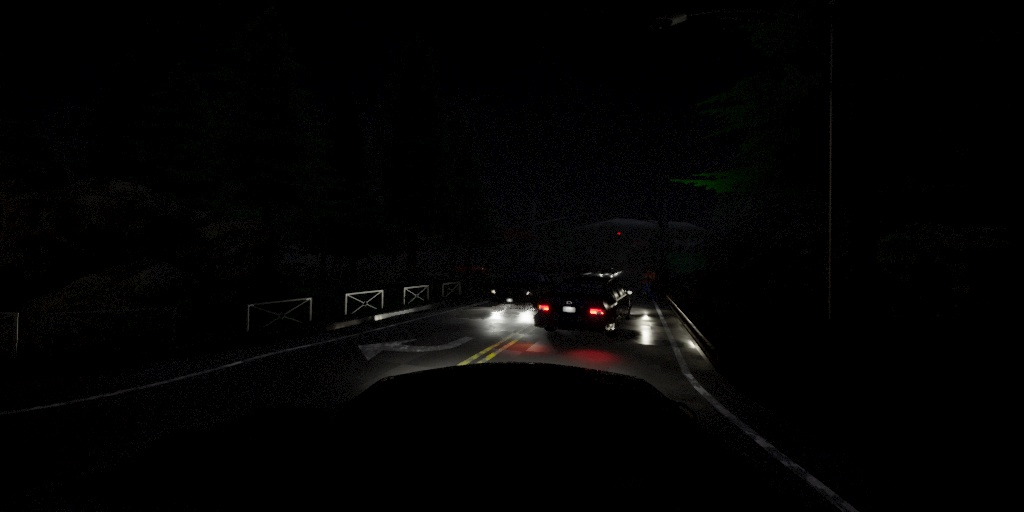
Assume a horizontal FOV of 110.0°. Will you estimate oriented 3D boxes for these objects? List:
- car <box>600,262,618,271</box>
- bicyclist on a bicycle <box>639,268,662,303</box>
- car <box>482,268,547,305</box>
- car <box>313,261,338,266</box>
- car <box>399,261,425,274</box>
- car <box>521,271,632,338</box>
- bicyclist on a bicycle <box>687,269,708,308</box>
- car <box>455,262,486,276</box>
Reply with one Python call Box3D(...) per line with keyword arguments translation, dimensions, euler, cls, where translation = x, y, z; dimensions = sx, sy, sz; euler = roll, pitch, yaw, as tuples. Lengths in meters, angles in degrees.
Box3D(translation=(15.462, 2.019, 57.932), dimensions=(2.097, 1.767, 4.553), euler=(1, -1, 20), cls="car")
Box3D(translation=(6.384, 1.359, 16.484), dimensions=(1.656, 1.620, 0.582), euler=(1, -1, -32), cls="bicyclist on a bicycle")
Box3D(translation=(0.753, 1.341, 16.115), dimensions=(2.033, 1.411, 5.357), euler=(1, -1, 19), cls="car")
Box3D(translation=(-26.331, 1.483, 52.612), dimensions=(4.674, 1.442, 1.812), euler=(1, -1, 25), cls="car")
Box3D(translation=(-13.884, 1.476, 47.702), dimensions=(4.553, 1.767, 2.097), euler=(1, -1, 20), cls="car")
Box3D(translation=(2.276, 1.288, 10.266), dimensions=(2.033, 1.411, 5.357), euler=(1, -1, 24), cls="car")
Box3D(translation=(7.833, 1.371, 15.106), dimensions=(1.656, 1.620, 0.582), euler=(1, -1, -35), cls="bicyclist on a bicycle")
Box3D(translation=(-4.994, 1.601, 44.527), dimensions=(4.553, 1.767, 2.097), euler=(1, -1, 20), cls="car")
